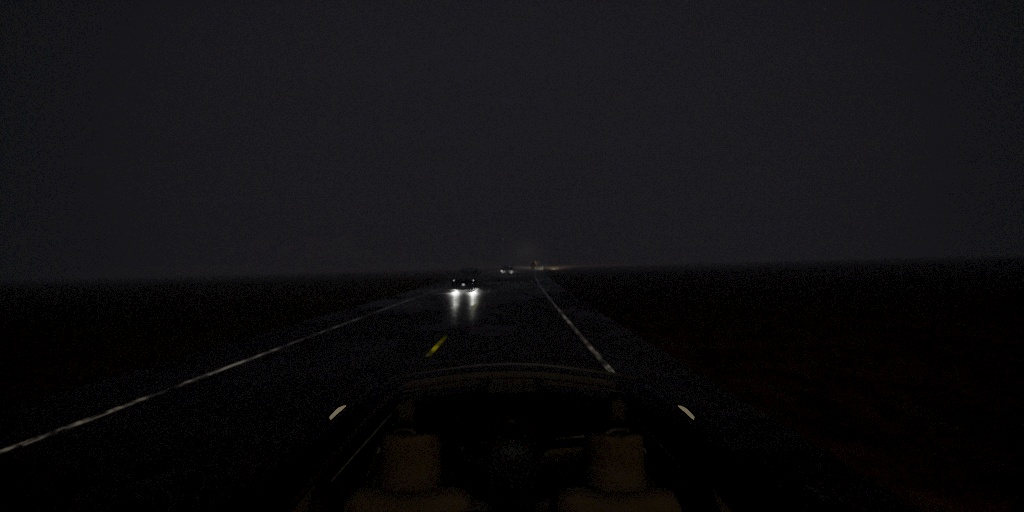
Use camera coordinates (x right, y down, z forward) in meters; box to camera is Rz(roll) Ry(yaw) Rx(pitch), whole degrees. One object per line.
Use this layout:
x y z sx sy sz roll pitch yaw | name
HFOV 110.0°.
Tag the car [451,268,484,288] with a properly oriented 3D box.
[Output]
-3.189 1.574 26.746 2.033 1.411 5.357 0 -1 2 | car
